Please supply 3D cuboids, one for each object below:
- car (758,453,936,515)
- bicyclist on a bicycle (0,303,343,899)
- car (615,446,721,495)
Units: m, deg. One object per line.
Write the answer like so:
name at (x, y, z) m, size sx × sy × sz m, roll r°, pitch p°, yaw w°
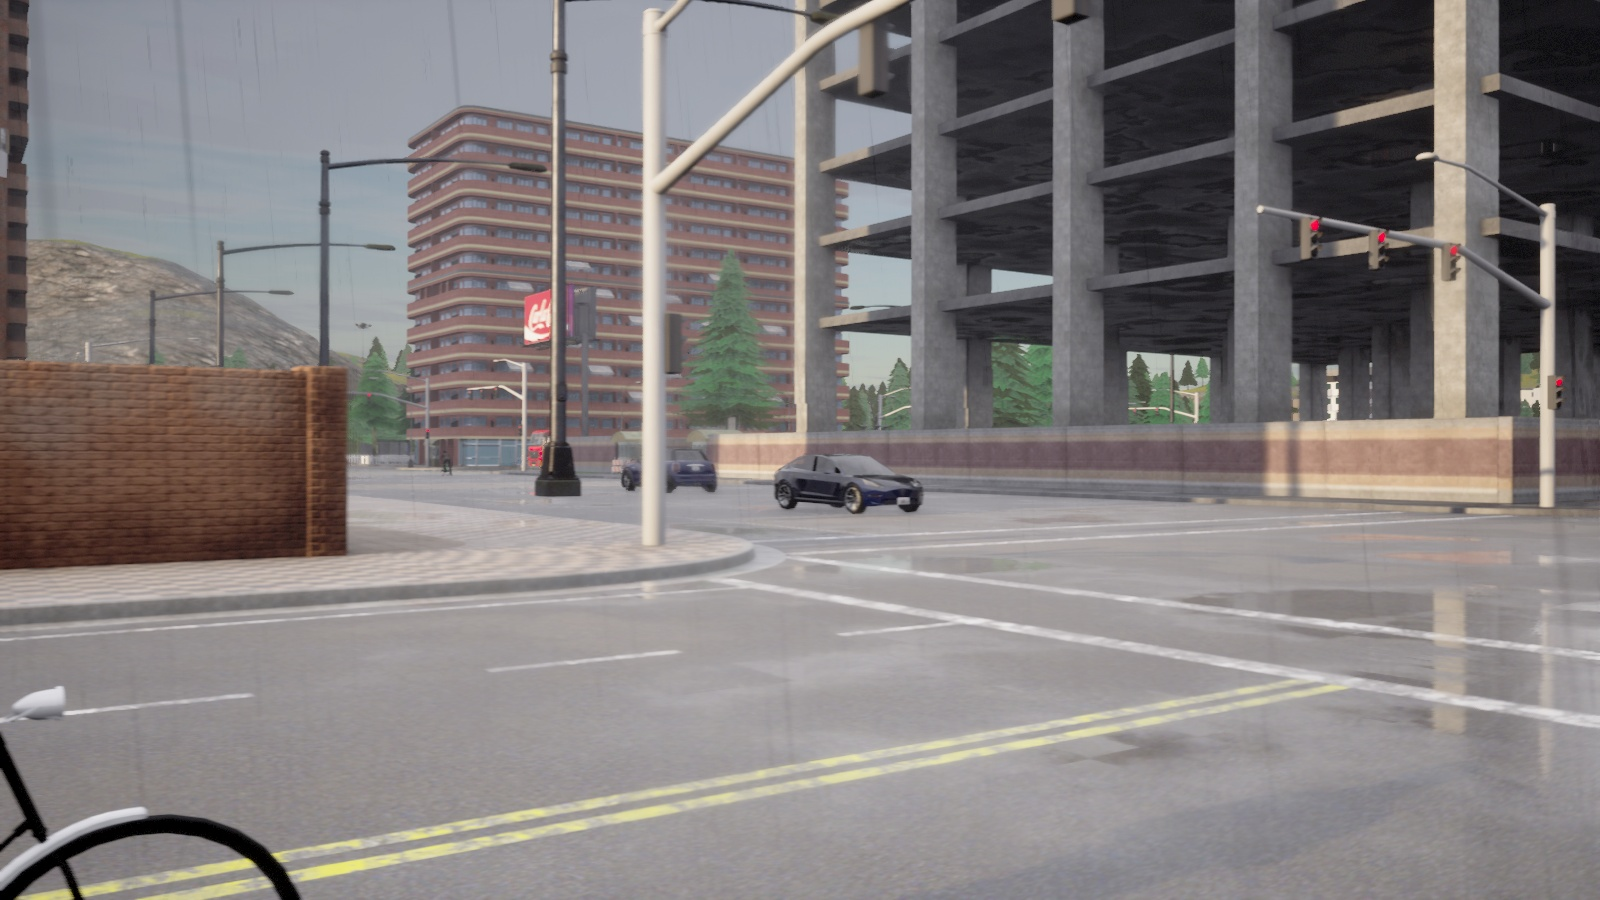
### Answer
car at (1.119, 0.822, 32.494) m, size 2.163 × 1.488 × 4.792 m, roll 0°, pitch 0°, yaw -34°
bicyclist on a bicycle at (-1.892, 0.625, 2.342) m, size 1.843 × 1.776 × 0.659 m, roll 0°, pitch 0°, yaw -35°
car at (-5.086, 0.731, 47.793) m, size 2.097 × 1.767 × 4.553 m, roll 0°, pitch 0°, yaw -34°
